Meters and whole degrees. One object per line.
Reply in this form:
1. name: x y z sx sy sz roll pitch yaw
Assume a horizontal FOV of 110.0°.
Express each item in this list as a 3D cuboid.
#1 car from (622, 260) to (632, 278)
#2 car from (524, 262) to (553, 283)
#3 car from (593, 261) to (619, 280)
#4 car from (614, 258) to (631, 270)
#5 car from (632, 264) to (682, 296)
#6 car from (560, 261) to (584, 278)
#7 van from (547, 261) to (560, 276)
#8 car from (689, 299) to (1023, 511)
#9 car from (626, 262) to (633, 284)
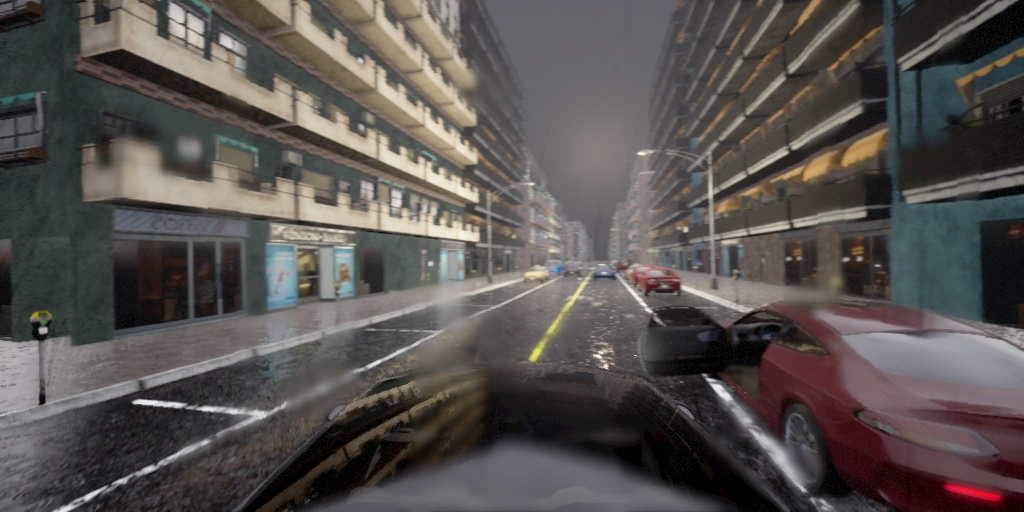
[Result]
1. car: 10.449 1.329 30.011 1.751 1.417 4.829 0 0 14
2. car: 2.243 1.544 31.732 1.751 1.417 4.829 0 0 14
3. car: 8.410 1.446 32.698 1.994 1.385 4.181 -2 -1 15
4. car: 14.520 1.217 46.324 2.192 1.841 5.009 0 0 14
5. car: 7.666 1.294 18.861 1.888 1.381 4.507 0 0 14
6. car: 6.567 1.496 38.225 1.837 1.490 4.892 -2 -1 14
7. van: 5.026 1.423 42.882 1.690 1.789 3.998 0 0 14
8. car: 3.602 1.214 4.047 1.812 1.442 4.674 -2 -1 14
9. car: 9.037 1.320 24.357 1.888 1.381 4.507 0 0 14
